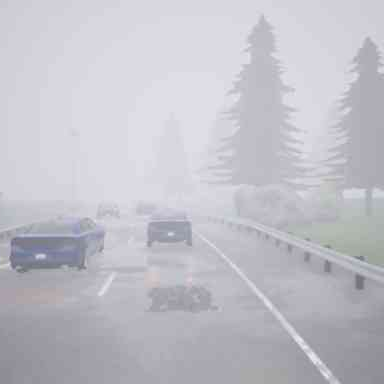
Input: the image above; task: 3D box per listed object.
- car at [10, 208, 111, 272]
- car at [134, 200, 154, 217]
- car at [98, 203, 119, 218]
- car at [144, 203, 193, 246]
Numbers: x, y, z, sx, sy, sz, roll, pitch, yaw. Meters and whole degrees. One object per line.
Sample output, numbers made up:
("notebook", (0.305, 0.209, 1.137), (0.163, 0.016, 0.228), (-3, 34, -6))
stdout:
("car", (-4.118, 1.501, 10.984), (1.882, 1.535, 5.008), (0, 0, -5))
("car", (-4.531, 1.520, 32.100), (1.882, 1.535, 5.008), (0, 0, -15))
("car", (-7.597, 1.651, 30.103), (1.895, 1.301, 4.718), (0, 0, -15))
("car", (-1.130, 1.495, 15.433), (1.882, 1.535, 5.008), (0, 0, -7))
